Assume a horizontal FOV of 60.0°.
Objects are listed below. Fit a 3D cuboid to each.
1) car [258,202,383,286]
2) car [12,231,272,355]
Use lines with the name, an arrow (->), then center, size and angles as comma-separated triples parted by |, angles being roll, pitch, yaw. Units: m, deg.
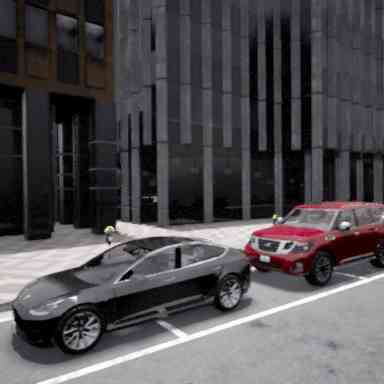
car -> 3.777, 1.239, 9.346 | 5.009, 1.841, 2.192 | -1, 0, -35
car -> -0.809, 1.541, 6.074 | 4.313, 1.339, 1.947 | -1, 0, -35
